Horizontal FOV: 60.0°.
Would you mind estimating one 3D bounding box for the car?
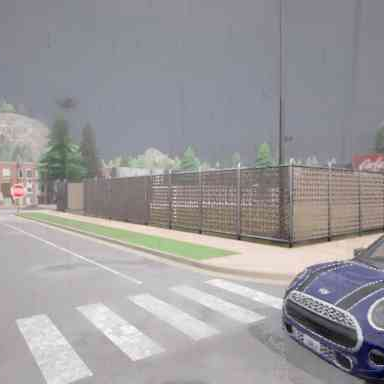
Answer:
[{"bbox_3d":[3.653,1.346,4.996,4.553,1.767,2.097,0,-1,-19],"label":"car"}]
